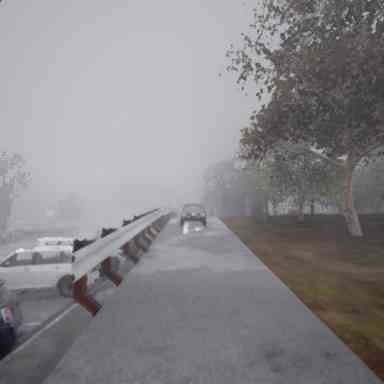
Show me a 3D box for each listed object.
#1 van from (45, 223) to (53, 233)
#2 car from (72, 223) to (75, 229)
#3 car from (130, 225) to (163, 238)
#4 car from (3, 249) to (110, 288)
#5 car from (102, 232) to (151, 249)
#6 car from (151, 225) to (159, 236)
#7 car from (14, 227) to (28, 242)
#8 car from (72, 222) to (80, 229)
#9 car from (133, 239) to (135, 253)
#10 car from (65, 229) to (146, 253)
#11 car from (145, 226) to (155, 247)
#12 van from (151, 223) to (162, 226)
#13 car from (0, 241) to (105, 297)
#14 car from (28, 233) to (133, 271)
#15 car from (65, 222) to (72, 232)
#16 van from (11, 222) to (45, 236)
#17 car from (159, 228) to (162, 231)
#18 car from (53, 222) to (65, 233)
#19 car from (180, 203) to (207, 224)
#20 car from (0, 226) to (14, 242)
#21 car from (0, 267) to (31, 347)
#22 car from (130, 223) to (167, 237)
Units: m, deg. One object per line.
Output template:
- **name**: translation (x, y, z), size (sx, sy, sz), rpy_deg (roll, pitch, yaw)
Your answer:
- **van**: translation (-24.028, 5.933, 50.665), size (4.442, 1.987, 1.878), rpy_deg (1, -4, -20)
- **car**: translation (-23.937, 6.804, 59.570), size (4.792, 1.488, 2.163), rpy_deg (1, -4, -20)
- **car**: translation (-6.935, 6.019, 50.475), size (4.553, 1.767, 2.185), rpy_deg (2, -4, -20)
- **car**: translation (-6.862, 3.868, 17.284), size (4.792, 1.488, 2.163), rpy_deg (2, -4, -20)
- **car**: translation (-6.938, 5.126, 35.376), size (4.792, 1.488, 2.163), rpy_deg (2, -4, -20)
- **car**: translation (-6.969, 5.391, 41.426), size (4.553, 1.767, 2.185), rpy_deg (2, -4, -20)
- **car**: translation (-23.880, 5.547, 41.844), size (4.892, 1.521, 2.231), rpy_deg (1, -4, -20)
- **car**: translation (-23.990, 6.726, 62.499), size (5.566, 2.045, 2.435), rpy_deg (1, -4, -20)
- **car**: translation (-6.872, 4.260, 23.336), size (4.892, 1.521, 2.231), rpy_deg (2, -5, -20)
- **car**: translation (-6.900, 4.217, 26.353), size (5.566, 2.045, 2.435), rpy_deg (2, -4, -20)
- **car**: translation (-6.865, 4.638, 32.402), size (5.566, 2.045, 2.435), rpy_deg (2, -5, -20)
- **van**: translation (-6.846, 5.714, 47.507), size (4.442, 1.987, 1.878), rpy_deg (2, -4, -20)
- **car**: translation (-6.843, 3.378, 14.287), size (5.566, 2.045, 2.435), rpy_deg (2, -4, -20)
- **car**: translation (-6.813, 3.799, 20.340), size (5.566, 2.045, 2.435), rpy_deg (2, -5, -20)
- **car**: translation (-23.920, 6.319, 56.630), size (5.566, 2.045, 2.435), rpy_deg (1, -5, -20)
- **van**: translation (-24.017, 5.728, 47.713), size (4.442, 1.987, 1.878), rpy_deg (1, -4, -20)
- **car**: translation (-6.938, 5.727, 44.430), size (4.892, 1.521, 2.231), rpy_deg (2, -4, -20)
- **car**: translation (-23.909, 6.114, 53.677), size (5.566, 2.045, 2.435), rpy_deg (1, -4, -20)
- **car**: translation (0.096, 1.532, 24.398), size (2.033, 1.411, 5.357), rpy_deg (0, 0, 0)
- **car**: translation (-23.899, 5.215, 38.885), size (4.553, 1.767, 2.185), rpy_deg (1, -4, -20)
- **car**: translation (-6.769, 3.086, 8.275), size (4.553, 1.767, 2.185), rpy_deg (2, -4, -20)
- **car**: translation (-6.999, 6.100, 53.475), size (5.566, 2.045, 2.435), rpy_deg (2, -4, -20)
